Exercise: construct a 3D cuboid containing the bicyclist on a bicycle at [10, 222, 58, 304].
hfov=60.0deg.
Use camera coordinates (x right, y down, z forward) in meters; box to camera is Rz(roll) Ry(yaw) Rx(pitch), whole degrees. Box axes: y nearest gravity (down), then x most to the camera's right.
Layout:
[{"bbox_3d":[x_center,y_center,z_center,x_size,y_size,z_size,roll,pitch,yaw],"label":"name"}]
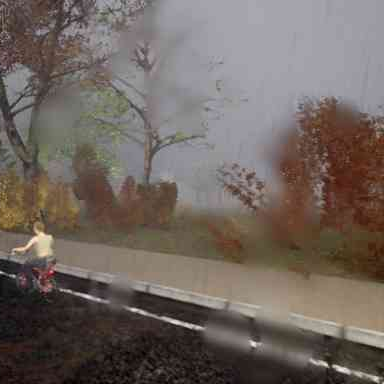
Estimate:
[{"bbox_3d":[-3.238,1.429,6.936,1.509,1.612,0.866,0,0,35],"label":"bicyclist on a bicycle"}]
